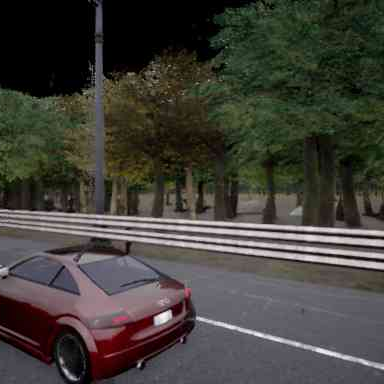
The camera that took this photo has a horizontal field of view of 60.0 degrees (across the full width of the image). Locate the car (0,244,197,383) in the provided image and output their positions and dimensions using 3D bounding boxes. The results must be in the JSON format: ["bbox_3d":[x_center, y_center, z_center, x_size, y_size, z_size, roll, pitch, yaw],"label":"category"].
[{"bbox_3d":[-1.997,1.580,5.411,4.181,1.385,1.994,0,0,36],"label":"car"}]
